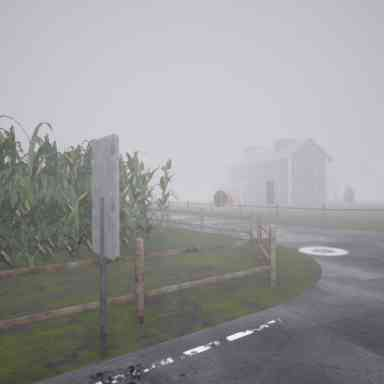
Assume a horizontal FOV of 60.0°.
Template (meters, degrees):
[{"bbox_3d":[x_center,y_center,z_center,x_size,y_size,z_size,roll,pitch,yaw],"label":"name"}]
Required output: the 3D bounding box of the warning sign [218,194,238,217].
[{"bbox_3d":[3.044,1.113,27.930,1.300,1.860,1.060,0,0,-35],"label":"warning sign"}]
